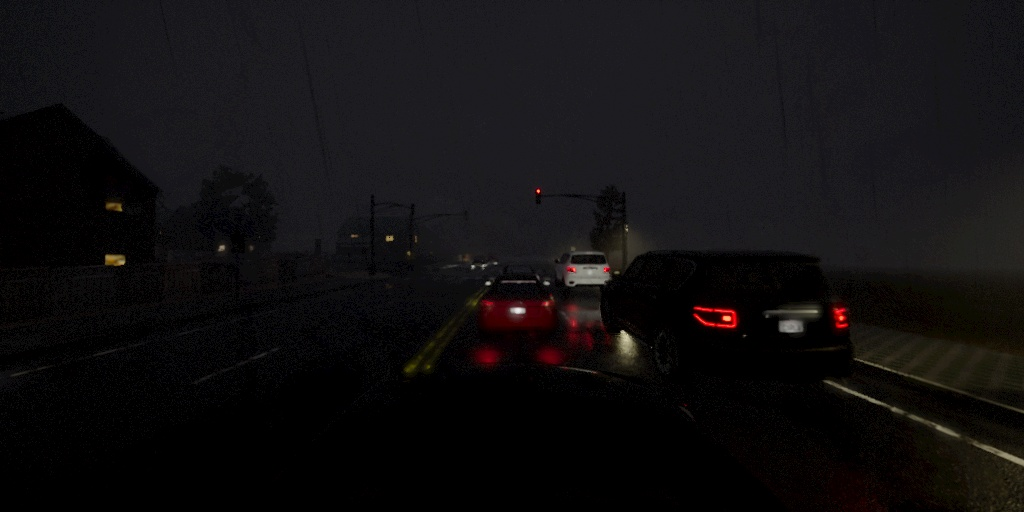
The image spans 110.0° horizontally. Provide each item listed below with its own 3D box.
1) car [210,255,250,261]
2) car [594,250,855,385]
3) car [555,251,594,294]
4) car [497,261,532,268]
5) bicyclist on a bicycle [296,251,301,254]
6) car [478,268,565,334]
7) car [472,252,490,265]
[{"bbox_3d":[-28.294,0.357,35.847,4.892,1.490,1.837,1,0,15],"label":"car"},{"bbox_3d":[3.378,0.902,7.019,2.150,2.045,5.566,0,1,0],"label":"car"},{"bbox_3d":[3.506,0.753,18.565,2.150,2.045,5.566,0,1,1],"label":"car"},{"bbox_3d":[0.292,1.127,19.134,1.895,1.301,4.718,0,1,-3],"label":"car"},{"bbox_3d":[-24.302,0.248,40.828,0.582,1.620,1.656,1,0,15],"label":"bicyclist on a bicycle"},{"bbox_3d":[0.151,1.202,10.226,1.994,1.385,4.181,0,1,0],"label":"car"},{"bbox_3d":[-5.017,0.580,55.743,1.882,1.535,5.008,0,1,4],"label":"car"}]
